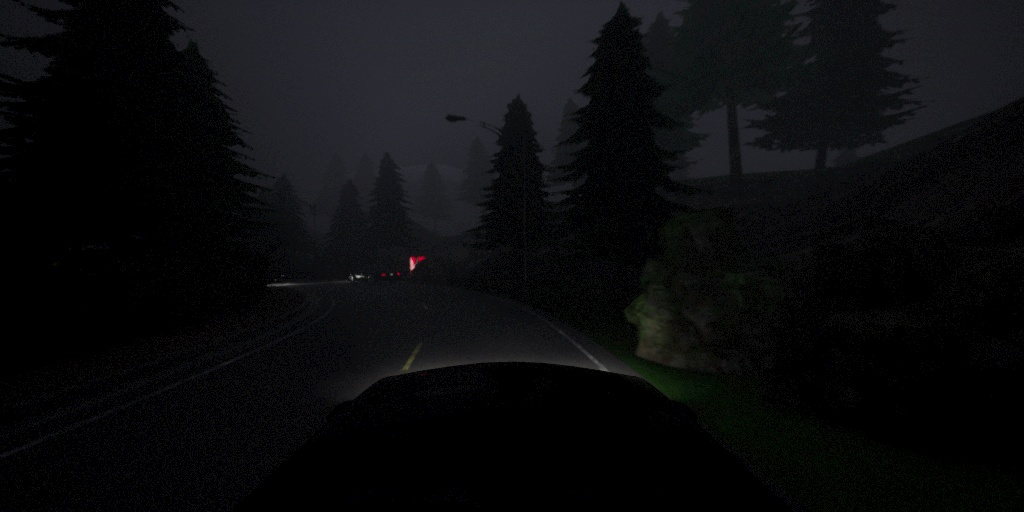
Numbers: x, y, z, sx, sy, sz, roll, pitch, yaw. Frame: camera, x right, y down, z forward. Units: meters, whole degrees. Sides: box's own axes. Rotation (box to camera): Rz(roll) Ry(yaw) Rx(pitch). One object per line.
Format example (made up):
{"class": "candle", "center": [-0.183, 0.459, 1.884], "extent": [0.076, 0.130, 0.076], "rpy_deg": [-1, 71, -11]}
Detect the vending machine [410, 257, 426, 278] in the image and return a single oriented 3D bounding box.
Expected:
{"class": "vending machine", "center": [-7.803, 1.035, 29.825], "extent": [0.880, 2.100, 1.100], "rpy_deg": [0, 0, 41]}

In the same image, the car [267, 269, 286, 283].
{"class": "car", "center": [-21.065, 1.528, 29.273], "extent": [5.357, 1.411, 2.033], "rpy_deg": [-1, 0, 23]}

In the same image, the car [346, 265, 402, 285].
{"class": "car", "center": [-10.810, 1.418, 27.942], "extent": [5.357, 1.411, 2.033], "rpy_deg": [-1, 0, 39]}
